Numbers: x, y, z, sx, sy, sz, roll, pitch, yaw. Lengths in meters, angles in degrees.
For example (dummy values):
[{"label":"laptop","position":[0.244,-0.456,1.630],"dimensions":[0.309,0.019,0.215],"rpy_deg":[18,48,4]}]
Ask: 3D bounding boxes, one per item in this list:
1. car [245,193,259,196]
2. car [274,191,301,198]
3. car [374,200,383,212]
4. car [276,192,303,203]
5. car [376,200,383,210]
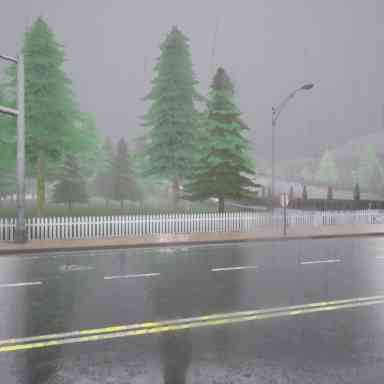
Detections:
[{"label":"car","position":[10.446,0.119,61.229],"dimensions":[2.033,1.411,5.357],"rpy_deg":[0,6,-18]},{"label":"car","position":[13.986,0.877,50.757],"dimensions":[2.097,1.767,4.553],"rpy_deg":[0,4,-19]},{"label":"car","position":[22.657,1.592,36.385],"dimensions":[1.895,1.301,4.718],"rpy_deg":[0,0,-19]},{"label":"car","position":[16.093,0.863,55.413],"dimensions":[1.895,1.301,4.718],"rpy_deg":[0,4,-19]},{"label":"car","position":[20.231,1.502,32.705],"dimensions":[1.837,1.490,4.892],"rpy_deg":[0,0,-18]}]
